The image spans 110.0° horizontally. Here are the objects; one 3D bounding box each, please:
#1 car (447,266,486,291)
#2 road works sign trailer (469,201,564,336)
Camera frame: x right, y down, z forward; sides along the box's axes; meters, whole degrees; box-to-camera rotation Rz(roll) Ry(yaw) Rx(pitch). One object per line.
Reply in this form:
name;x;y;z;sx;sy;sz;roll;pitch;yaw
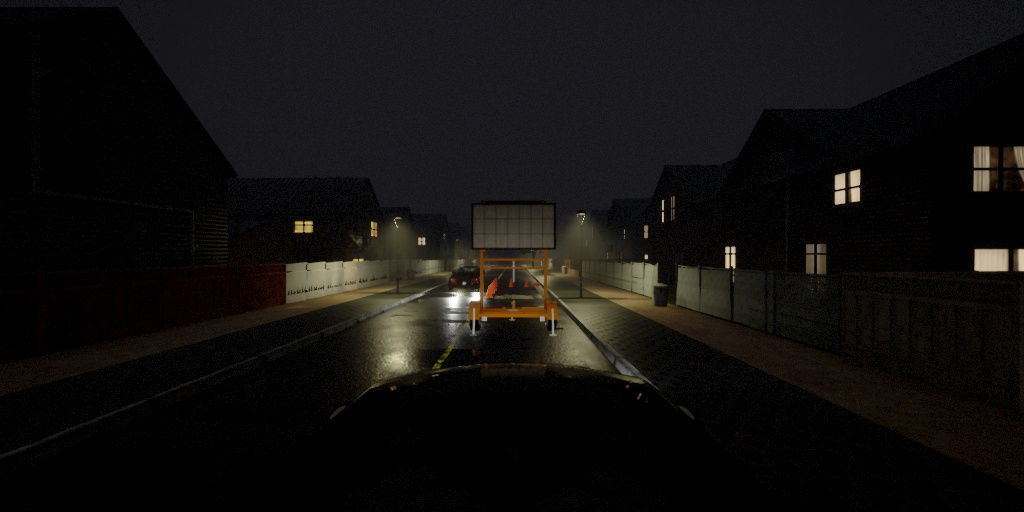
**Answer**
car;-2.648;1.328;21.850;1.994;1.385;4.181;0;0;0
road works sign trailer;0.049;0.215;10.390;2.380;3.560;2.880;0;0;1
